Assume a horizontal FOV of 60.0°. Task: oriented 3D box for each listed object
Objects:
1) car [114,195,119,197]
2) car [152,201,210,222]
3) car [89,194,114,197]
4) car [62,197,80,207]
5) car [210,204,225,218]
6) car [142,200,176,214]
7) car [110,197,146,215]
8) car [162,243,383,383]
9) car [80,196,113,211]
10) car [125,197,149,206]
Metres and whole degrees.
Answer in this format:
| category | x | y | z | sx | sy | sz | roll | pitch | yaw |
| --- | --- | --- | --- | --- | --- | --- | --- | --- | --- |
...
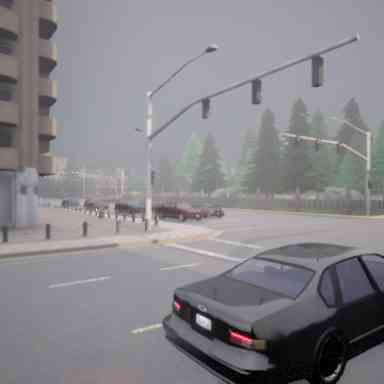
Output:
| category | x | y | z | sx | sy | sz | roll | pitch | yaw |
| --- | --- | --- | --- | --- | --- | --- | --- | --- | --- |
| car | -15.857 | 1.471 | 66.412 | 2.097 | 1.767 | 4.553 | 0 | 0 | -36 |
| car | -1.021 | 1.571 | 27.623 | 1.882 | 1.535 | 5.008 | 0 | 0 | -36 |
| car | -14.921 | 1.325 | 52.931 | 2.150 | 2.045 | 5.566 | 0 | 0 | -35 |
| car | -19.253 | 1.597 | 52.987 | 1.837 | 1.490 | 4.892 | 0 | 0 | -35 |
| car | 1.095 | 1.665 | 30.664 | 1.994 | 1.385 | 4.181 | 0 | 0 | -37 |
| car | -3.813 | 1.666 | 37.490 | 1.994 | 1.385 | 4.181 | 0 | 0 | -35 |
| car | -6.482 | 1.571 | 35.188 | 1.882 | 1.535 | 5.008 | 0 | 0 | -36 |
| car | 2.180 | 1.559 | 5.316 | 5.357 | 1.411 | 2.033 | 0 | 0 | -35 |
| car | -12.509 | 1.641 | 43.548 | 2.033 | 1.411 | 5.357 | 0 | 0 | -36 |
| car | -9.637 | 1.667 | 57.848 | 2.033 | 1.411 | 5.357 | 0 | 0 | -36 |
